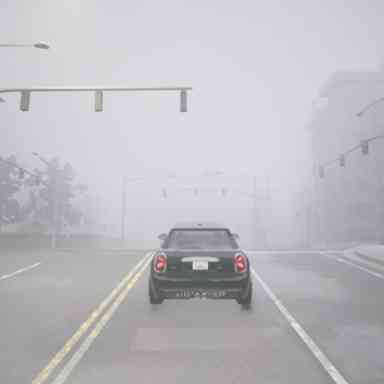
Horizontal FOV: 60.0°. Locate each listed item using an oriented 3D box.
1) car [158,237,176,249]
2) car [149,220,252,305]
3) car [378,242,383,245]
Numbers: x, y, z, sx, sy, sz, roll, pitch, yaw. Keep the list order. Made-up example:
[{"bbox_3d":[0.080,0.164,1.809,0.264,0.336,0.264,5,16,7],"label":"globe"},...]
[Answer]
[{"bbox_3d":[-3.104,6.502,42.118,1.837,1.490,4.892,0,-10,1],"label":"car"},{"bbox_3d":[0.180,1.502,8.591,2.097,1.767,4.553,0,-1,0],"label":"car"},{"bbox_3d":[17.212,4.303,26.124,4.892,1.490,1.837,5,-10,1],"label":"car"}]
